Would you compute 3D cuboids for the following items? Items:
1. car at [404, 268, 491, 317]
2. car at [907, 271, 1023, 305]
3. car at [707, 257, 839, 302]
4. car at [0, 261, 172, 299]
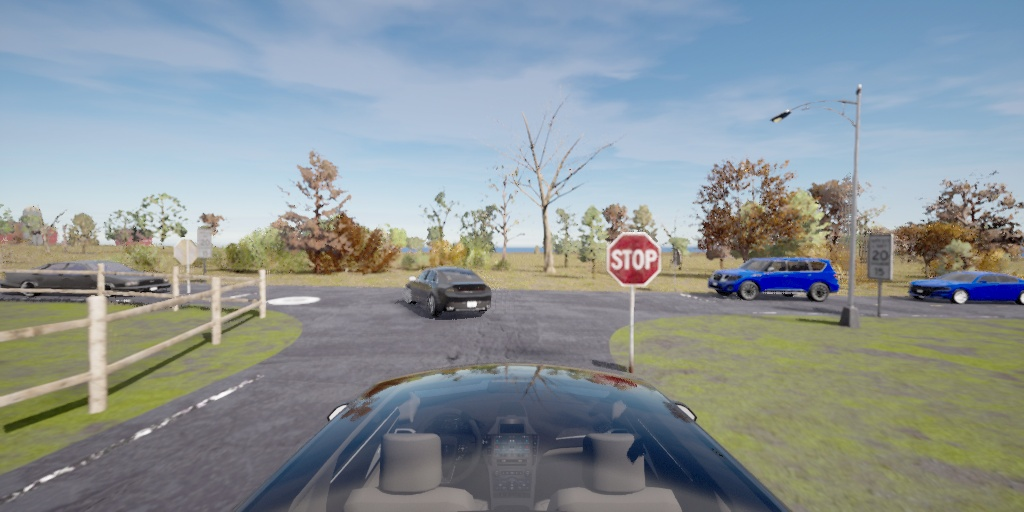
[{"bbox_3d":[-2.445,1.157,12.933,1.837,1.490,4.892,2,1,-31],"label":"car"},{"bbox_3d":[22.654,1.510,17.690,5.008,1.535,1.882,1,1,0],"label":"car"},{"bbox_3d":[12.795,1.077,17.714,5.566,2.045,2.150,1,1,0],"label":"car"},{"bbox_3d":[-17.458,0.908,14.831,5.357,1.411,2.033,1,1,0],"label":"car"}]
